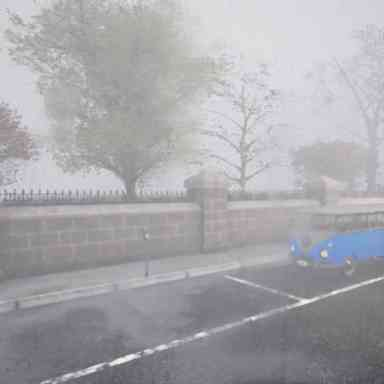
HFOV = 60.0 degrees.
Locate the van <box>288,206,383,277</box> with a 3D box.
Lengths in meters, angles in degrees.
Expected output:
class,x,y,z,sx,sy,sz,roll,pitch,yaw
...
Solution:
class,x,y,z,sx,sy,sz,roll,pitch,yaw
van,4.574,1.312,9.822,3.998,1.788,1.690,0,0,-36
